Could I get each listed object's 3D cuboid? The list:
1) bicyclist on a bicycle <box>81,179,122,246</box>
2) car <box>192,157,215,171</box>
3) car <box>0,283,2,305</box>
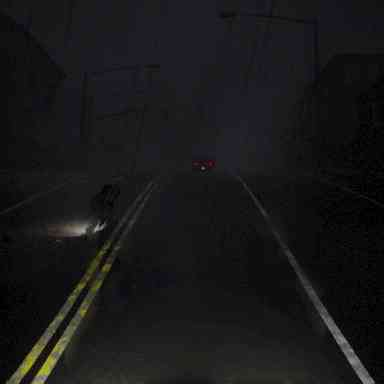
[{"bbox_3d":[-1.961,0.312,7.374,0.582,1.656,1.620,31,9,-14],"label":"bicyclist on a bicycle"},{"bbox_3d":[1.000,-2.304,28.923,1.895,1.301,4.718,0,2,3],"label":"car"},{"bbox_3d":[-3.571,1.353,2.741,1.994,1.385,4.181,0,9,1],"label":"car"}]
